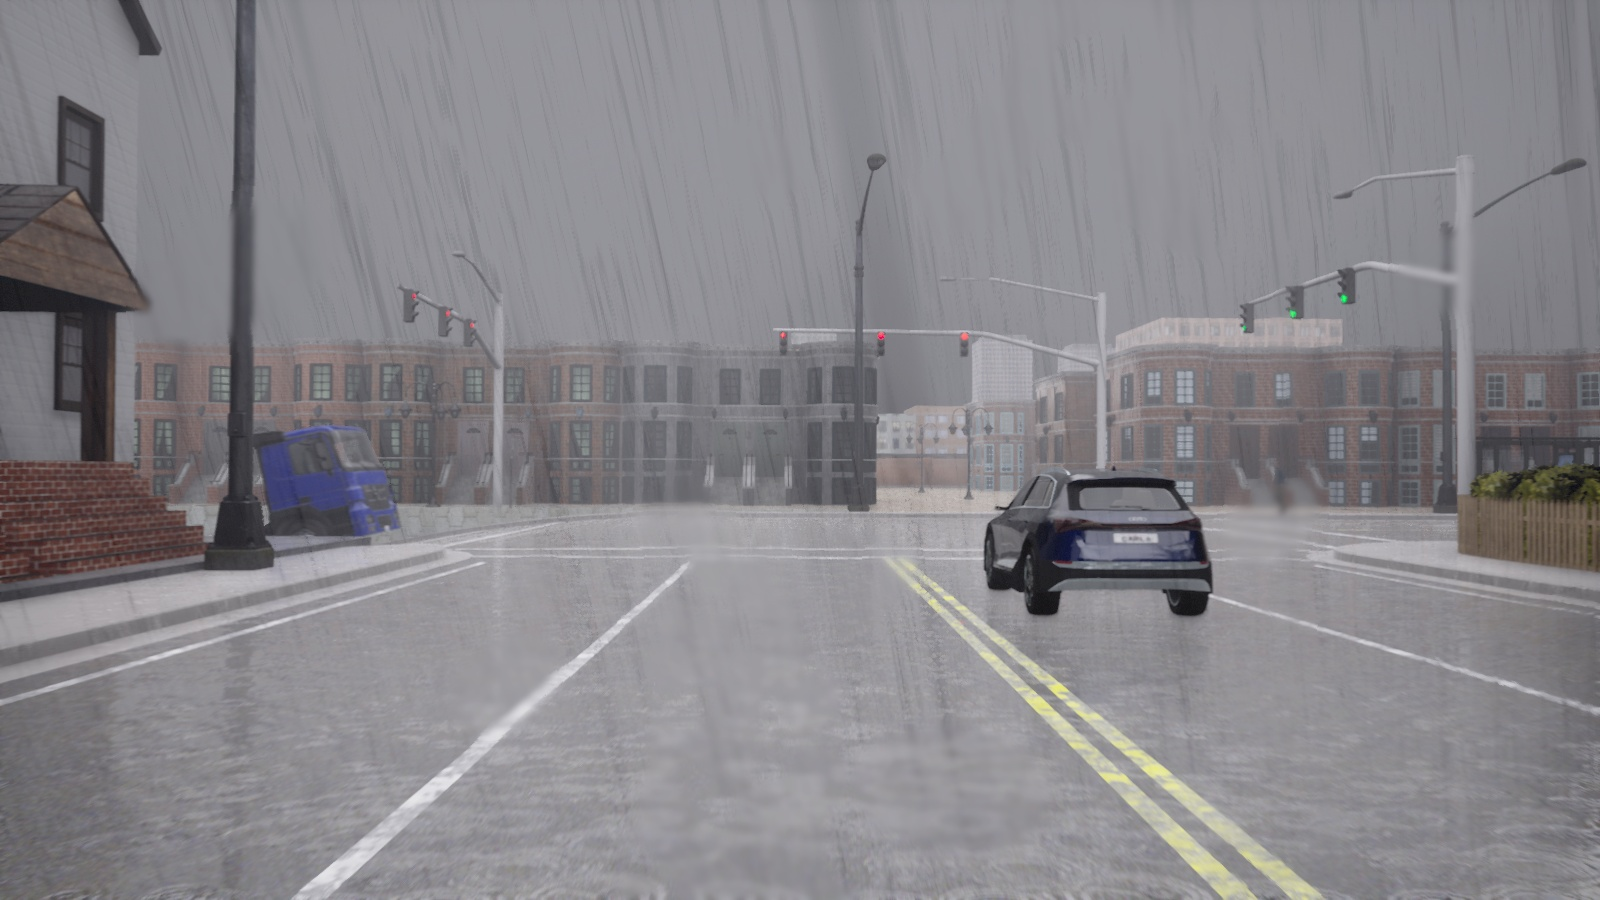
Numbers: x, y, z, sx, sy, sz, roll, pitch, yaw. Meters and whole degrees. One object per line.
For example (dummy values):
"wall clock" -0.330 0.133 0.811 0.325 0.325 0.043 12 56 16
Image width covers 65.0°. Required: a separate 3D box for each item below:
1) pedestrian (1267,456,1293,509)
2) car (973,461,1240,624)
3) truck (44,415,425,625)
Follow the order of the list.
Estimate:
"pedestrian" 16.605 1.126 43.446 0.726 1.842 0.402 0 -1 -2
"car" 3.464 0.986 15.243 2.033 1.649 4.856 0 -1 0
"truck" -14.370 1.725 32.426 7.936 3.462 2.891 -13 0 -1
